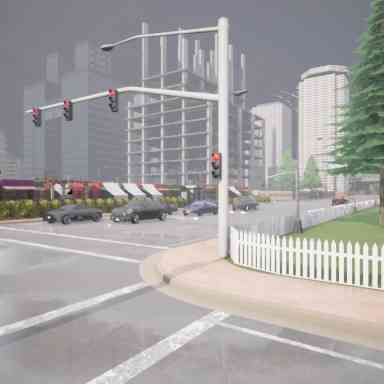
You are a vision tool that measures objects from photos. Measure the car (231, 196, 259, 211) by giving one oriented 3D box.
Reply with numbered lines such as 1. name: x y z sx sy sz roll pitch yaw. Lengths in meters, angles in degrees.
1. car: 6.587 1.505 40.815 1.837 1.490 4.892 0 0 34

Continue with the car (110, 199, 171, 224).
1. car: -3.986 1.352 25.185 2.097 1.767 4.553 0 0 34

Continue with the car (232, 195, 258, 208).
1. car: 7.809 1.352 48.821 2.097 1.767 4.553 0 0 34

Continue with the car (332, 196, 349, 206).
1. car: 23.981 1.478 53.722 1.882 1.535 5.008 0 0 34

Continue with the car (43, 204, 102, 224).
1. car: -8.699 1.564 24.463 1.994 1.385 4.181 0 0 34

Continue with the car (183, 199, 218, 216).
1. car: 0.959 1.526 32.484 1.812 1.442 4.674 0 0 34

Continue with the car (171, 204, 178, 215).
1. car: -3.524 1.547 32.122 2.033 1.411 5.357 0 0 34

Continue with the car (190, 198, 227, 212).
1. car: 2.114 1.547 40.463 2.033 1.411 5.357 0 0 34
